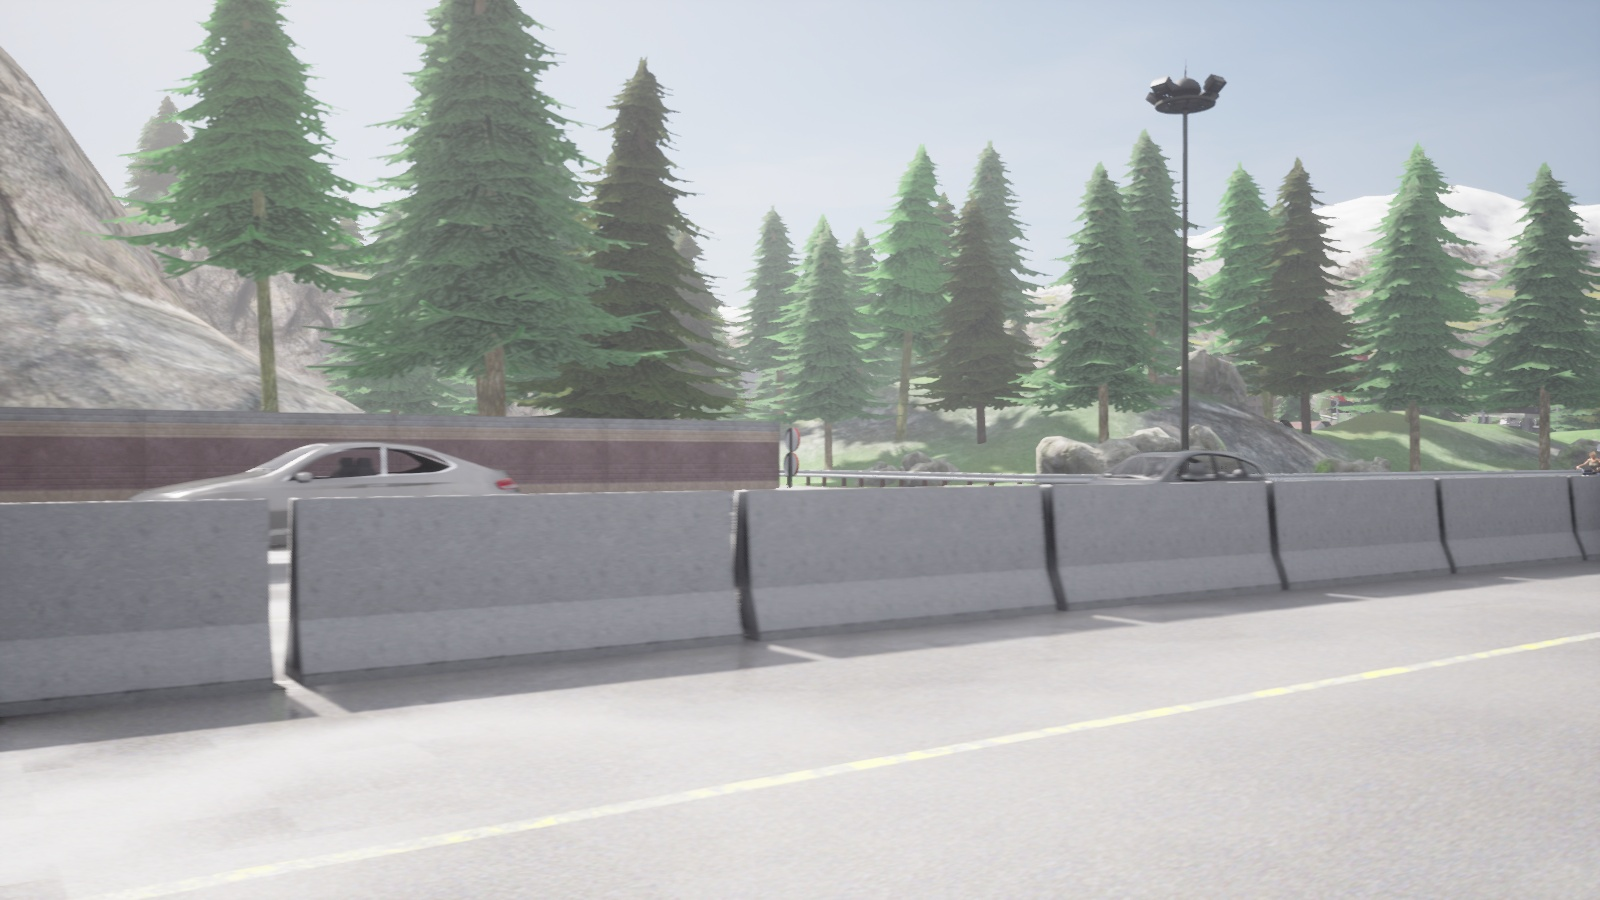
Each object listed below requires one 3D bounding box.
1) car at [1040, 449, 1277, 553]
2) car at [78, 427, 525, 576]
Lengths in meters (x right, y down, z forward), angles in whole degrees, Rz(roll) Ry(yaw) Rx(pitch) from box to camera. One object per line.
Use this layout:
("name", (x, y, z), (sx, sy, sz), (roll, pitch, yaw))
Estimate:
("car", (5.899, 0.761, 20.564), (3.705, 1.549, 1.789), (0, 0, -35))
("car", (-6.367, 0.577, 16.287), (5.027, 1.651, 2.152), (0, 0, -35))
